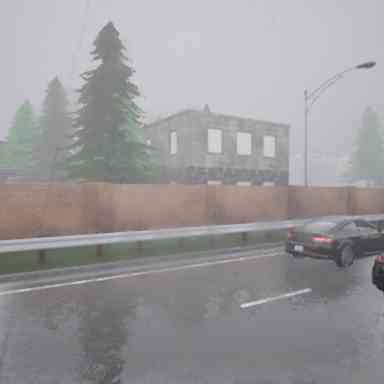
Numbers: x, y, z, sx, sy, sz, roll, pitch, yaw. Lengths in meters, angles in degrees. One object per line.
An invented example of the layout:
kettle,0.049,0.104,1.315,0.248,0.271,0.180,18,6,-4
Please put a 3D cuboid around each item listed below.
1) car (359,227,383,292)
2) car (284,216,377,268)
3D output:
car,6.005,1.557,7.557,4.181,1.385,1.994,0,0,-33
car,5.111,1.518,11.141,4.674,1.442,1.812,0,0,-33
